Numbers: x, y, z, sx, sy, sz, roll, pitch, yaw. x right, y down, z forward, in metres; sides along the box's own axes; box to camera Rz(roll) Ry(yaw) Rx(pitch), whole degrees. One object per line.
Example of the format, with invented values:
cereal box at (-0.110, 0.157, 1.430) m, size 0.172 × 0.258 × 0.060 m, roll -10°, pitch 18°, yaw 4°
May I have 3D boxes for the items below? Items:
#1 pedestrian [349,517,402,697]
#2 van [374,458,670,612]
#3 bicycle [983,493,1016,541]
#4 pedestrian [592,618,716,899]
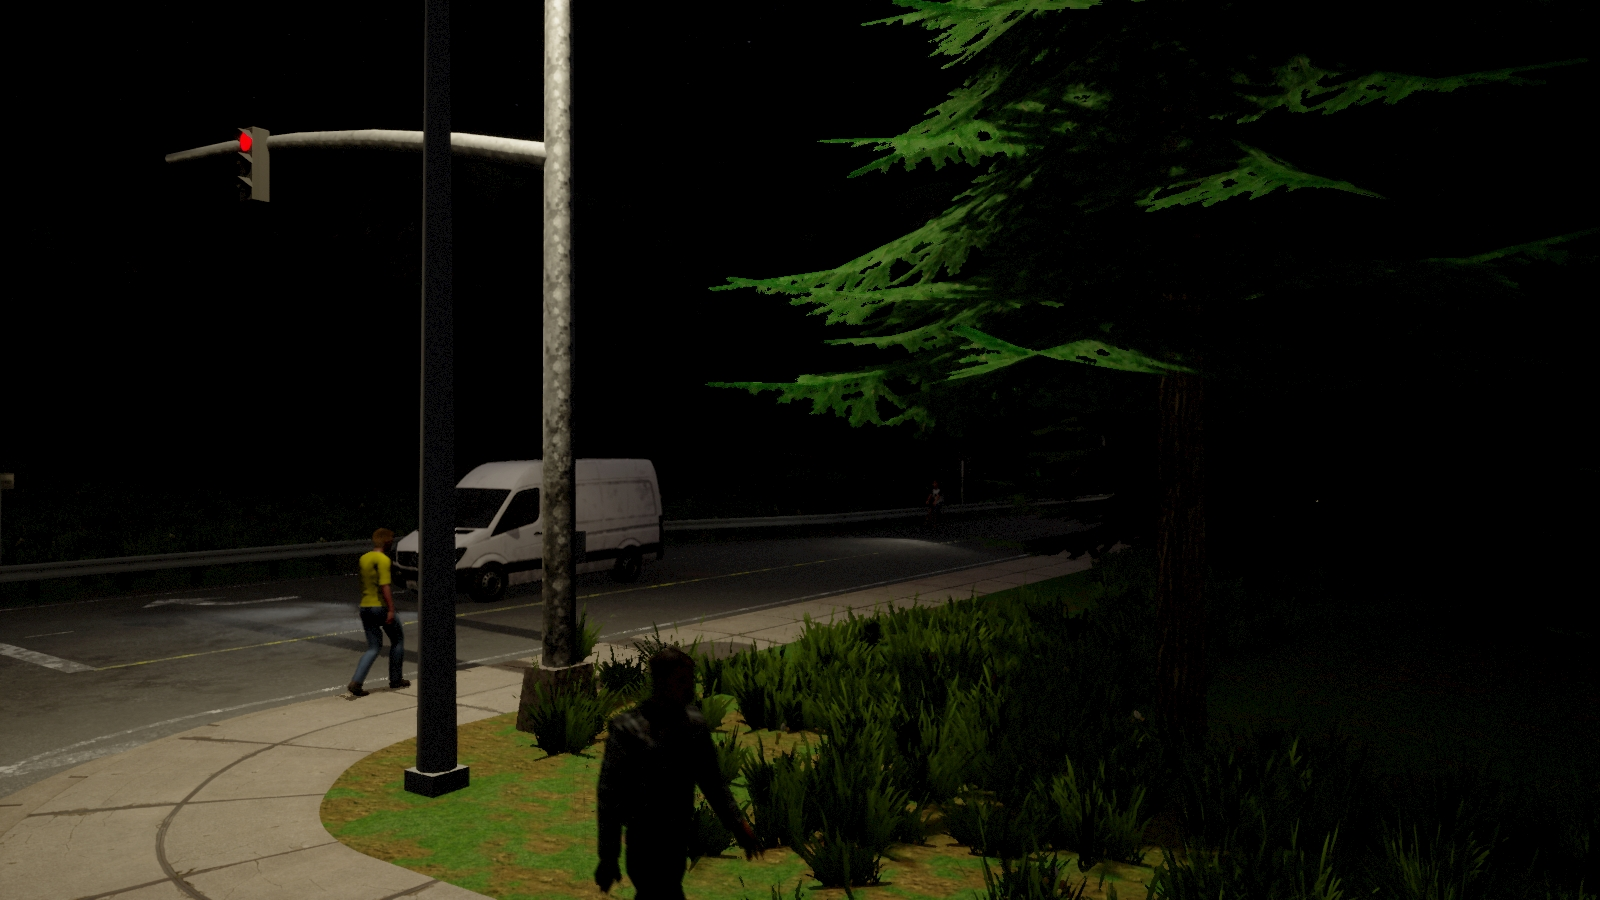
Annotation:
pedestrian at (-4.551, 1.663, 12.253) m, size 0.375 × 1.860 × 0.375 m, roll 0°, pitch 0°, yaw 30°
van at (-5.301, 1.494, 22.809) m, size 1.988 × 2.561 × 5.915 m, roll 0°, pitch 1°, yaw 34°
bicycle at (6.236, 2.070, 35.693) m, size 0.373 × 1.396 × 1.643 m, roll 0°, pitch 0°, yaw 35°
pedestrian at (-0.630, 1.693, 4.940) m, size 0.375 × 1.860 × 0.375 m, roll 0°, pitch 0°, yaw 35°
